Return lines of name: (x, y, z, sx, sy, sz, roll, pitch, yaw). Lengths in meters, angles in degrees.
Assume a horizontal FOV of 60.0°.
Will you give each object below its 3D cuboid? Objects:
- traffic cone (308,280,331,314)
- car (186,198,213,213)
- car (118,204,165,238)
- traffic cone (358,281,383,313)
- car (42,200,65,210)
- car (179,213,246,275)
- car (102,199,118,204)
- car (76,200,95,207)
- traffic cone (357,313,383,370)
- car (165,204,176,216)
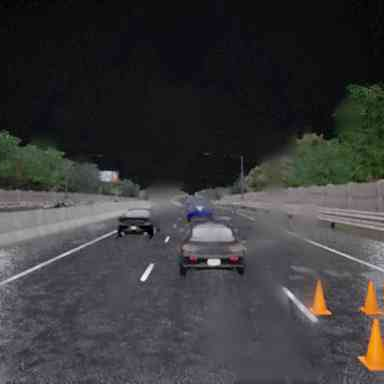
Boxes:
traffic cone: (2.457, 2.010, 6.429, 0.340, 0.580, 0.340, 0, -1, 0)
car: (0.657, 1.515, 29.314, 2.150, 2.045, 5.566, 0, -1, 0)
car: (-2.893, 1.652, 19.031, 1.882, 1.535, 5.008, 0, -1, 0)
traffic cone: (3.457, 2.011, 6.424, 0.340, 0.580, 0.340, 0, -1, 0)
car: (-20.412, 2.008, 49.158, 2.128, 1.511, 4.902, 0, -1, 1)
car: (0.566, 1.617, 10.651, 1.812, 1.442, 4.674, 0, -1, 0)
car: (-13.376, 1.977, 54.510, 2.097, 1.767, 4.553, 0, -1, 1)
car: (-16.881, 2.095, 53.079, 1.837, 1.490, 4.892, 0, -1, 1)
traffic cone: (2.448, 1.993, 4.429, 0.340, 0.580, 0.340, 0, 0, 0)
car: (-2.805, 1.978, 37.220, 1.895, 1.301, 4.718, 0, -1, 0)
